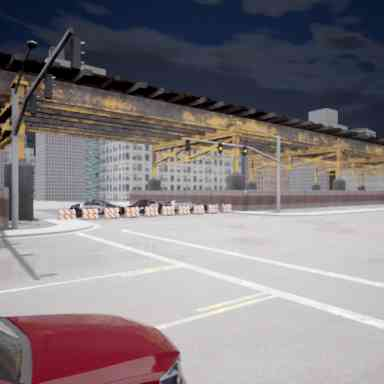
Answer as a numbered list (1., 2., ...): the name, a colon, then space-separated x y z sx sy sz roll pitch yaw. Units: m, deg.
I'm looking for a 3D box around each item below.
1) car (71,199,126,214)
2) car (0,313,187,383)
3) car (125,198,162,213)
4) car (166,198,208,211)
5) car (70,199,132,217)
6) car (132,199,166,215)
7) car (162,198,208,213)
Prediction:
1. car: -8.491 1.290 30.363 4.536 1.218 1.853 0 0 8
2. car: -2.195 1.526 2.201 4.674 1.442 1.812 0 0 -35
3. car: -4.687 1.288 33.102 1.853 1.218 4.536 0 0 18
4. car: -0.856 1.286 36.817 4.536 1.218 1.853 0 0 -7
5. car: -8.440 1.448 30.356 4.974 1.542 2.038 0 0 8
6. car: -4.703 1.446 33.052 2.038 1.542 4.974 0 0 18
7. car: -0.804 1.443 36.824 4.974 1.542 2.038 0 0 -7
